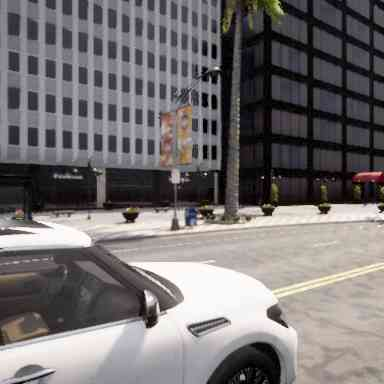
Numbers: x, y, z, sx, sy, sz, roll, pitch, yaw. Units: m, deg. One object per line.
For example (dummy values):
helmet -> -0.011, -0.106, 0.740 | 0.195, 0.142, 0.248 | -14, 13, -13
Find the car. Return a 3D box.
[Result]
car -> -1.591, 1.222, 2.611 | 5.566, 2.045, 2.150 | 0, 0, -36
